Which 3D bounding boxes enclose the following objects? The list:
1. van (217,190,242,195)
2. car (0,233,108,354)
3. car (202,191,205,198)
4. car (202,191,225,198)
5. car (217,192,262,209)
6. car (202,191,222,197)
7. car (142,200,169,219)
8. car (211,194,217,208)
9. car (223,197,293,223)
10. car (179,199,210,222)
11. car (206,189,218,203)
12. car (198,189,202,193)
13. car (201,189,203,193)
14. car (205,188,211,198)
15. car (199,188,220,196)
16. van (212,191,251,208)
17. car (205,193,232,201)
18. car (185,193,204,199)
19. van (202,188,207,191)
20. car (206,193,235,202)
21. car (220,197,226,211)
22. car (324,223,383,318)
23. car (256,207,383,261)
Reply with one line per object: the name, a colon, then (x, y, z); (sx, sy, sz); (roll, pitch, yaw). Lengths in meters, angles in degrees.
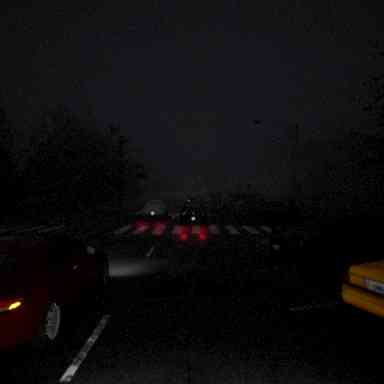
van: (5.166, 1.029, 32.868); (4.442, 1.987, 1.878); (1, 0, -20)
car: (-2.903, 1.481, 6.061); (1.812, 1.442, 4.674); (0, 1, 0)
car: (4.870, 1.021, 56.629); (5.366, 1.575, 1.946); (1, 1, -20)
car: (5.058, 0.651, 77.599); (4.792, 1.488, 2.163); (0, 1, -20)
car: (5.028, 1.151, 29.834); (4.553, 1.767, 2.185); (1, 0, -20)
car: (5.024, 0.531, 83.550); (4.674, 1.452, 2.002); (0, 1, -20)
car: (-2.913, 1.334, 26.920); (1.812, 1.442, 4.674); (0, 0, 0)
car: (5.047, 1.232, 35.809); (4.892, 1.521, 2.231); (1, 0, -20)
car: (5.033, 1.352, 23.844); (4.792, 1.488, 2.163); (1, 1, -20)
car: (0.088, 1.432, 24.055); (1.895, 1.301, 4.718); (0, 0, 0)
car: (5.030, 0.956, 38.776); (5.566, 2.045, 2.435); (1, 1, -20)
car: (4.859, 0.685, 74.537); (5.366, 1.575, 1.946); (0, 2, -20)
car: (5.008, 0.692, 68.626); (4.553, 1.767, 2.185); (0, 1, -20)
car: (5.077, 0.910, 44.772); (5.566, 2.045, 2.435); (1, 0, -20)
car: (5.052, 0.008, 95.485); (5.566, 2.045, 2.435); (0, 1, -20)
van: (4.944, 0.958, 41.729); (4.442, 1.987, 1.878); (1, 1, -20)
car: (5.034, 0.971, 62.670); (4.674, 1.452, 2.002); (0, 1, -20)
car: (0.079, 1.189, 41.614); (2.128, 1.511, 4.902); (0, 1, 0)
van: (4.932, 0.652, 65.597); (4.442, 1.987, 1.878); (0, 2, -20)
car: (5.067, 1.013, 59.698); (4.792, 1.488, 2.163); (0, 1, -20)
car: (5.053, 1.339, 26.863); (4.674, 1.452, 2.002); (1, 0, -20)
car: (5.240, 1.457, 5.915); (5.366, 1.575, 1.946); (1, 0, -20)
car: (5.039, 1.444, 11.838); (4.792, 1.488, 2.163); (1, 1, -20)
